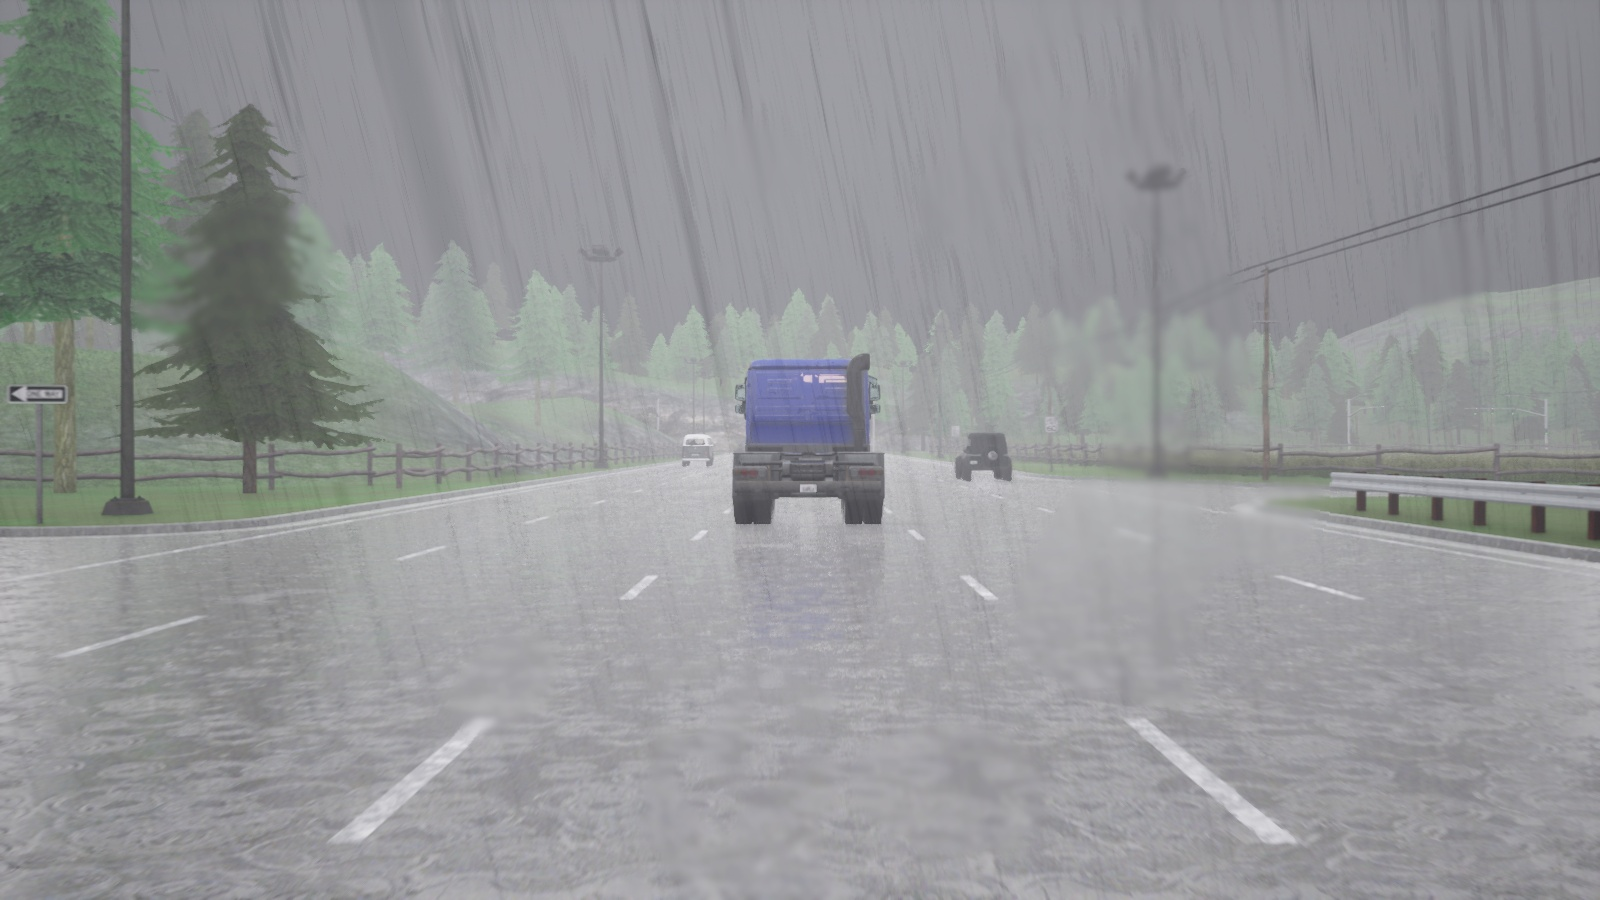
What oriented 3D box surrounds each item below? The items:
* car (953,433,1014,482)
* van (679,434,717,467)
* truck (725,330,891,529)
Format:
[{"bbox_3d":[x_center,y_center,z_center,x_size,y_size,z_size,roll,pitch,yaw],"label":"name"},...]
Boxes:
[{"bbox_3d":[7.299,0.265,50.201,1.905,1.878,3.866,0,0,0],"label":"car"},{"bbox_3d":[-6.529,0.009,80.836,2.069,2.038,4.480,0,0,0],"label":"van"},{"bbox_3d":[0.162,-0.381,25.912,2.891,3.462,7.936,0,0,0],"label":"truck"}]
